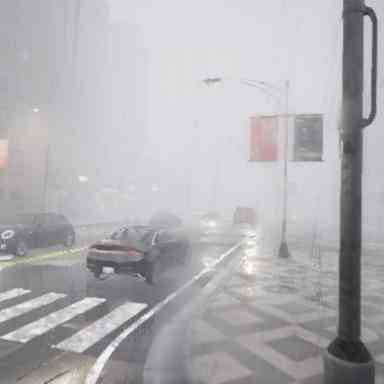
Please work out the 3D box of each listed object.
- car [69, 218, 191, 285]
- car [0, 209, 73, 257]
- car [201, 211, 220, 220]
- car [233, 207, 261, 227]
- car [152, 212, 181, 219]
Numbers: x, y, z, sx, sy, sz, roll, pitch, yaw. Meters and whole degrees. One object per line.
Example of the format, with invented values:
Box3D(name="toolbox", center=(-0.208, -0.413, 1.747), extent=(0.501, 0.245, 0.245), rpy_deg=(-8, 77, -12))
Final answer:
Box3D(name="car", center=(-1.426, 1.837, 10.670), extent=(2.128, 1.511, 4.902), rpy_deg=(1, -2, 16))
Box3D(name="car", center=(-7.178, 1.656, 14.504), extent=(2.097, 1.767, 4.553), rpy_deg=(1, -2, 16))
Box3D(name="car", center=(2.709, 3.440, 48.850), extent=(1.895, 1.301, 4.718), rpy_deg=(1, -2, 16))
Box3D(name="car", center=(5.901, 2.667, 36.324), extent=(2.150, 2.045, 5.566), rpy_deg=(1, -2, 16))
Box3D(name="car", center=(-2.458, 2.576, 31.083), extent=(1.994, 1.385, 4.181), rpy_deg=(1, -2, 16))
